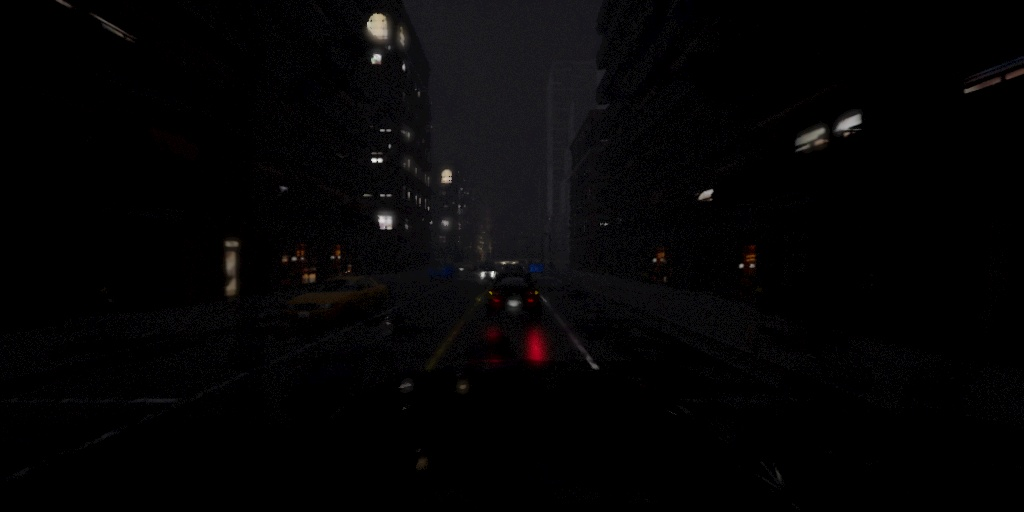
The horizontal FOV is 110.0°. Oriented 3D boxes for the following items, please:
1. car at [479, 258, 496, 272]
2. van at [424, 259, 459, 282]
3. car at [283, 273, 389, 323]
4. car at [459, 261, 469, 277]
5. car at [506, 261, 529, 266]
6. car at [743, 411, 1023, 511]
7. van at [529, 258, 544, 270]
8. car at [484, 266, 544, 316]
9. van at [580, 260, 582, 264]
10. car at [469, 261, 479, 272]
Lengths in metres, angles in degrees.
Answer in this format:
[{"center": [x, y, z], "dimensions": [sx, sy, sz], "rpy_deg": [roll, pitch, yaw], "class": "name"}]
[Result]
[{"center": [-3.073, 1.343, 46.543], "dimensions": [1.994, 1.385, 4.181], "rpy_deg": [0, 0, 0], "class": "car"}, {"center": [-5.691, 1.107, 29.377], "dimensions": [1.690, 1.789, 3.998], "rpy_deg": [0, 0, 0], "class": "van"}, {"center": [-5.691, 1.281, 12.215], "dimensions": [1.751, 1.417, 4.829], "rpy_deg": [0, 0, 0], "class": "car"}, {"center": [-5.691, 1.321, 35.041], "dimensions": [2.007, 1.370, 4.403], "rpy_deg": [0, 0, 0], "class": "car"}, {"center": [0.075, 1.329, 28.379], "dimensions": [1.994, 1.385, 4.181], "rpy_deg": [0, 0, 0], "class": "car"}, {"center": [2.689, 1.315, 1.024], "dimensions": [1.948, 1.339, 4.313], "rpy_deg": [0, 0, 0], "class": "car"}, {"center": [2.690, 1.115, 40.669], "dimensions": [1.690, 1.789, 3.998], "rpy_deg": [0, 0, 0], "class": "van"}, {"center": [0.075, 1.282, 13.288], "dimensions": [1.812, 1.442, 4.674], "rpy_deg": [0, 0, 0], "class": "car"}, {"center": [14.691, 1.164, 63.688], "dimensions": [3.998, 1.789, 1.690], "rpy_deg": [0, 0, 0], "class": "van"}, {"center": [-5.690, 1.304, 46.199], "dimensions": [1.751, 1.417, 4.829], "rpy_deg": [0, 0, 0], "class": "car"}]
